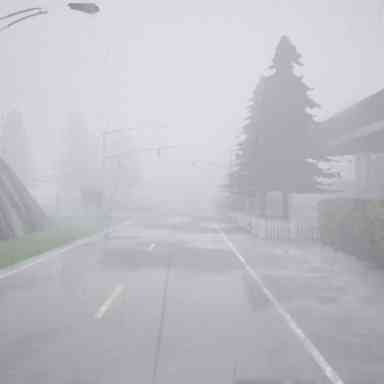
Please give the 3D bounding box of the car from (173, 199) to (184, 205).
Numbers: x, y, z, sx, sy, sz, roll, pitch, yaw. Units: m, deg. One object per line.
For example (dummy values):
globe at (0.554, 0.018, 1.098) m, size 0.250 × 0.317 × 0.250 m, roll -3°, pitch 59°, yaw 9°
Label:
car at (-2.999, 2.313, 80.764) m, size 1.994 × 1.385 × 4.181 m, roll 0°, pitch 0°, yaw 18°

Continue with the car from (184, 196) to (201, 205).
car at (0.558, 1.980, 80.382) m, size 2.150 × 2.045 × 5.566 m, roll 0°, pitch 0°, yaw 18°
